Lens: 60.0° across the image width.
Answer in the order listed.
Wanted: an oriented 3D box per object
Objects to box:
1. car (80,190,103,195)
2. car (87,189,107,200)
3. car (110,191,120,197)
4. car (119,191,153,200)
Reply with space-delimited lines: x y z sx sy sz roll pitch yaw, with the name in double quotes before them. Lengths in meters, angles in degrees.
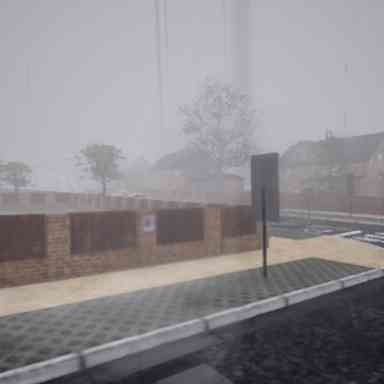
"car" -15.226 0.472 49.463 2.128 1.511 4.902 -2 2 -35
"car" -15.802 0.375 55.140 1.837 1.490 4.892 -2 2 -35
"car" -10.028 0.536 46.851 1.882 1.535 5.008 -2 2 -34
"car" -5.702 0.886 35.501 1.812 1.442 4.674 -2 2 -34
